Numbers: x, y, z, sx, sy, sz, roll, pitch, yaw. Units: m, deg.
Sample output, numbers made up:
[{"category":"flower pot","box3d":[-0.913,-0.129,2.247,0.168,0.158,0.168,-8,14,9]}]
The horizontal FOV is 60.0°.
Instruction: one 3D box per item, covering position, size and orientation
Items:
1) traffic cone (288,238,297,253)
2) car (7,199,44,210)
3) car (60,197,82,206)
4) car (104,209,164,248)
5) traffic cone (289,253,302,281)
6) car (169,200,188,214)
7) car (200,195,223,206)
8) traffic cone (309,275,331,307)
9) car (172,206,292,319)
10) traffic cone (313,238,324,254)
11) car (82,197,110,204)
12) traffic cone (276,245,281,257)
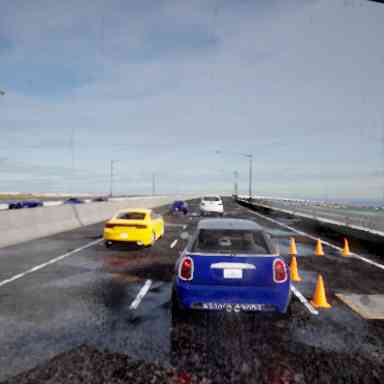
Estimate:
[{"category":"traffic cone","box3d":[3.872,2.051,12.799,0.340,0.580,0.340,1,0,2]},{"category":"car","box3d":[-19.032,1.451,38.267,1.895,1.301,4.718,1,0,3]},{"category":"car","box3d":[-15.279,1.442,42.868,1.812,1.442,4.674,1,0,3]},{"category":"car","box3d":[-2.430,1.491,14.913,1.882,1.535,5.008,1,0,2]},{"category":"traffic cone","box3d":[2.714,2.022,8.843,0.340,0.580,0.340,1,0,2]},{"category":"car","box3d":[-1.415,1.618,36.341,1.812,1.442,4.674,1,0,3]},{"category":"car","box3d":[1.996,1.356,34.471,2.150,2.045,5.566,1,0,3]},{"category":"traffic cone","box3d":[2.634,2.015,6.844,0.340,0.580,0.340,1,0,2]},{"category":"car","box3d":[0.770,1.388,7.675,2.097,1.767,4.553,1,0,2]},{"category":"traffic cone","box3d":[4.871,2.065,12.759,0.340,0.580,0.340,1,0,2]},{"category":"car","box3d":[-11.809,1.468,42.232,1.837,1.490,4.892,1,0,3]},{"category":"traffic cone","box3d":[2.793,2.030,10.841,0.340,0.580,0.340,1,0,2]}]
